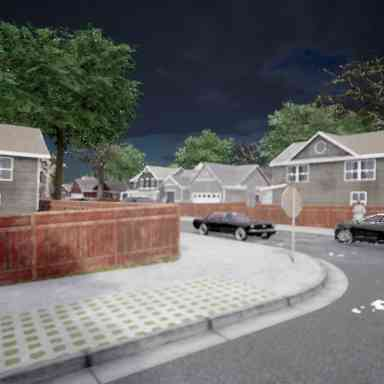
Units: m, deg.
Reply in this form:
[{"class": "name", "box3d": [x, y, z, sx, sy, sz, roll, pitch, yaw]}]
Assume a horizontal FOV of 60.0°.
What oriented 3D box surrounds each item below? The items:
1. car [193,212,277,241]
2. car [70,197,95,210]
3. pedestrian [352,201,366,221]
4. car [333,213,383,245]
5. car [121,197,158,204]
[{"class": "car", "box3d": [2.100, 1.705, 17.277, 1.895, 1.301, 4.718, 2, -2, -35]}, {"class": "car", "box3d": [-11.860, 1.596, 36.567, 2.150, 2.045, 5.566, 2, -2, -37]}, {"class": "pedestrian", "box3d": [8.906, 1.392, 17.796, 0.375, 1.860, 0.375, 1, -1, -35]}, {"class": "car", "box3d": [8.184, 1.598, 13.767, 2.128, 1.511, 4.902, 2, -3, -25]}, {"class": "car", "box3d": [-3.809, 1.452, 25.671, 2.150, 2.045, 5.566, 2, -2, -36]}]
